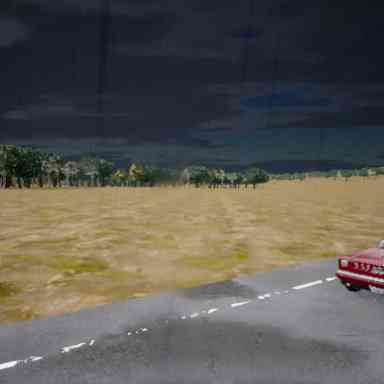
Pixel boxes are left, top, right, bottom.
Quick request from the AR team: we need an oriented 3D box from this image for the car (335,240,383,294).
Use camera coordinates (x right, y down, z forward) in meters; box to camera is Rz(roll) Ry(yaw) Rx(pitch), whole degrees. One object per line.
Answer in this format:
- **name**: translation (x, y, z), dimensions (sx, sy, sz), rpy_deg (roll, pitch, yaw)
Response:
- **car**: translation (5.397, 1.593, 7.736), dimensions (4.718, 1.301, 1.895), rpy_deg (0, 0, -36)
